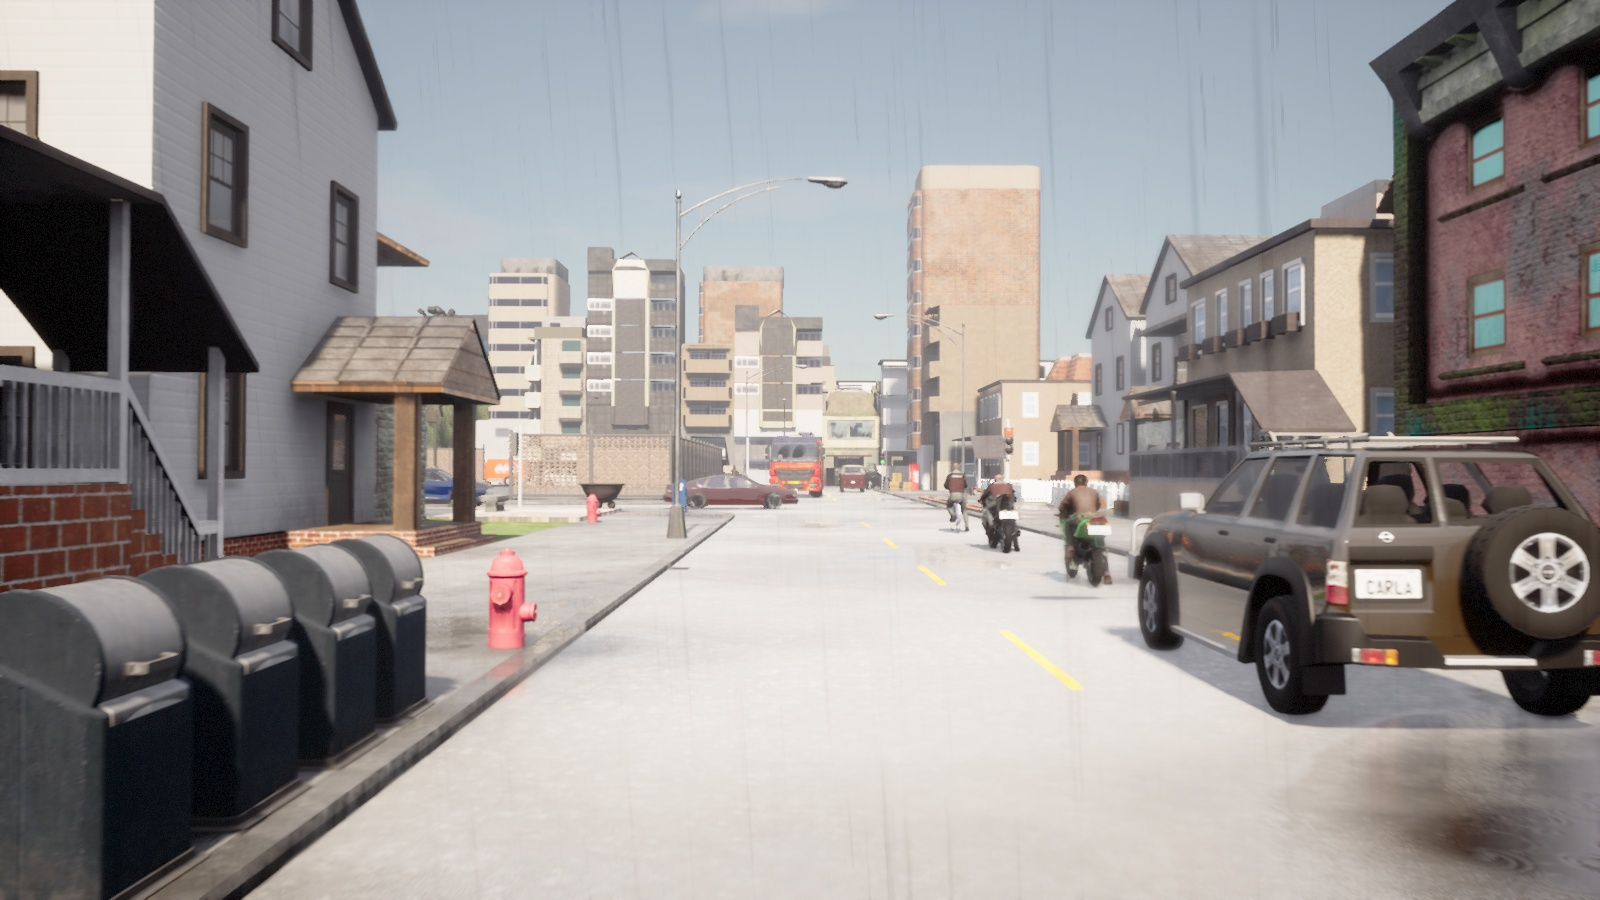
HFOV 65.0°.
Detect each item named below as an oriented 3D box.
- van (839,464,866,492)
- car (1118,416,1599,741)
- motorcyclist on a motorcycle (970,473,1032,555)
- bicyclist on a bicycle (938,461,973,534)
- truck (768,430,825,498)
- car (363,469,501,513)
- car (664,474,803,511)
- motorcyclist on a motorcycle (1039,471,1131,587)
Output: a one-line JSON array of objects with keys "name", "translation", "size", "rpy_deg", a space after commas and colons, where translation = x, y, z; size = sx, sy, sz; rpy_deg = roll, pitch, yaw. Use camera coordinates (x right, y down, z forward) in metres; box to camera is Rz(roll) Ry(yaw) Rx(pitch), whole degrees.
[{"name": "van", "translation": [3.770, 2.019, 91.153], "size": [1.775, 1.987, 4.442], "rpy_deg": [0, -1, 0]}, {"name": "car", "translation": [3.976, 0.768, 9.508], "size": [1.932, 1.855, 4.605], "rpy_deg": [0, -1, 0]}, {"name": "motorcyclist on a motorcycle", "translation": [3.937, 1.232, 24.780], "size": [0.866, 1.530, 2.191], "rpy_deg": [0, -1, 0]}, {"name": "bicyclist on a bicycle", "translation": [3.933, 1.182, 31.870], "size": [0.659, 1.776, 1.843], "rpy_deg": [0, -1, -1]}, {"name": "truck", "translation": [-0.113, 0.847, 74.383], "size": [2.891, 3.827, 8.468], "rpy_deg": [0, -1, 3]}, {"name": "car", "translation": [-14.447, 1.599, 49.524], "size": [4.856, 1.649, 2.033], "rpy_deg": [0, -1, 0]}, {"name": "car", "translation": [-2.685, 1.675, 49.882], "size": [5.357, 1.411, 2.033], "rpy_deg": [0, -1, -8]}, {"name": "motorcyclist on a motorcycle", "translation": [3.955, 1.063, 17.588], "size": [0.797, 1.523, 2.044], "rpy_deg": [0, -1, 0]}]
